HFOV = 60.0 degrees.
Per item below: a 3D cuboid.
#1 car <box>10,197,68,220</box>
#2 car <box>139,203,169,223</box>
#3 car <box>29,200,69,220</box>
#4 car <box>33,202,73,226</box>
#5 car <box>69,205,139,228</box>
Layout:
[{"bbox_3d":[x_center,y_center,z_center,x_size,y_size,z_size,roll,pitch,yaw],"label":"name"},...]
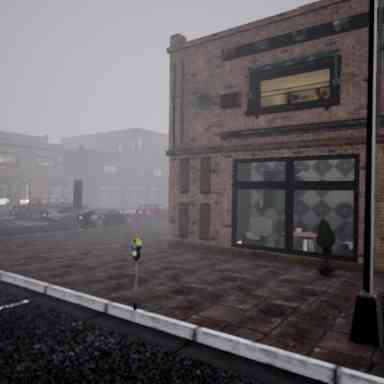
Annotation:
[{"bbox_3d":[-13.054,1.398,29.072,2.192,1.841,5.009,1,0,36],"label":"car"},{"bbox_3d":[-3.015,1.713,28.628,1.967,1.590,4.097,0,0,36],"label":"car"},{"bbox_3d":[-10.699,1.655,27.906,1.812,1.442,4.674,1,0,36],"label":"car"},{"bbox_3d":[-8.811,1.717,25.390,2.033,1.411,5.357,1,0,39],"label":"car"},{"bbox_3d":[-6.281,1.785,24.142,1.947,1.339,4.313,0,0,36],"label":"car"}]
